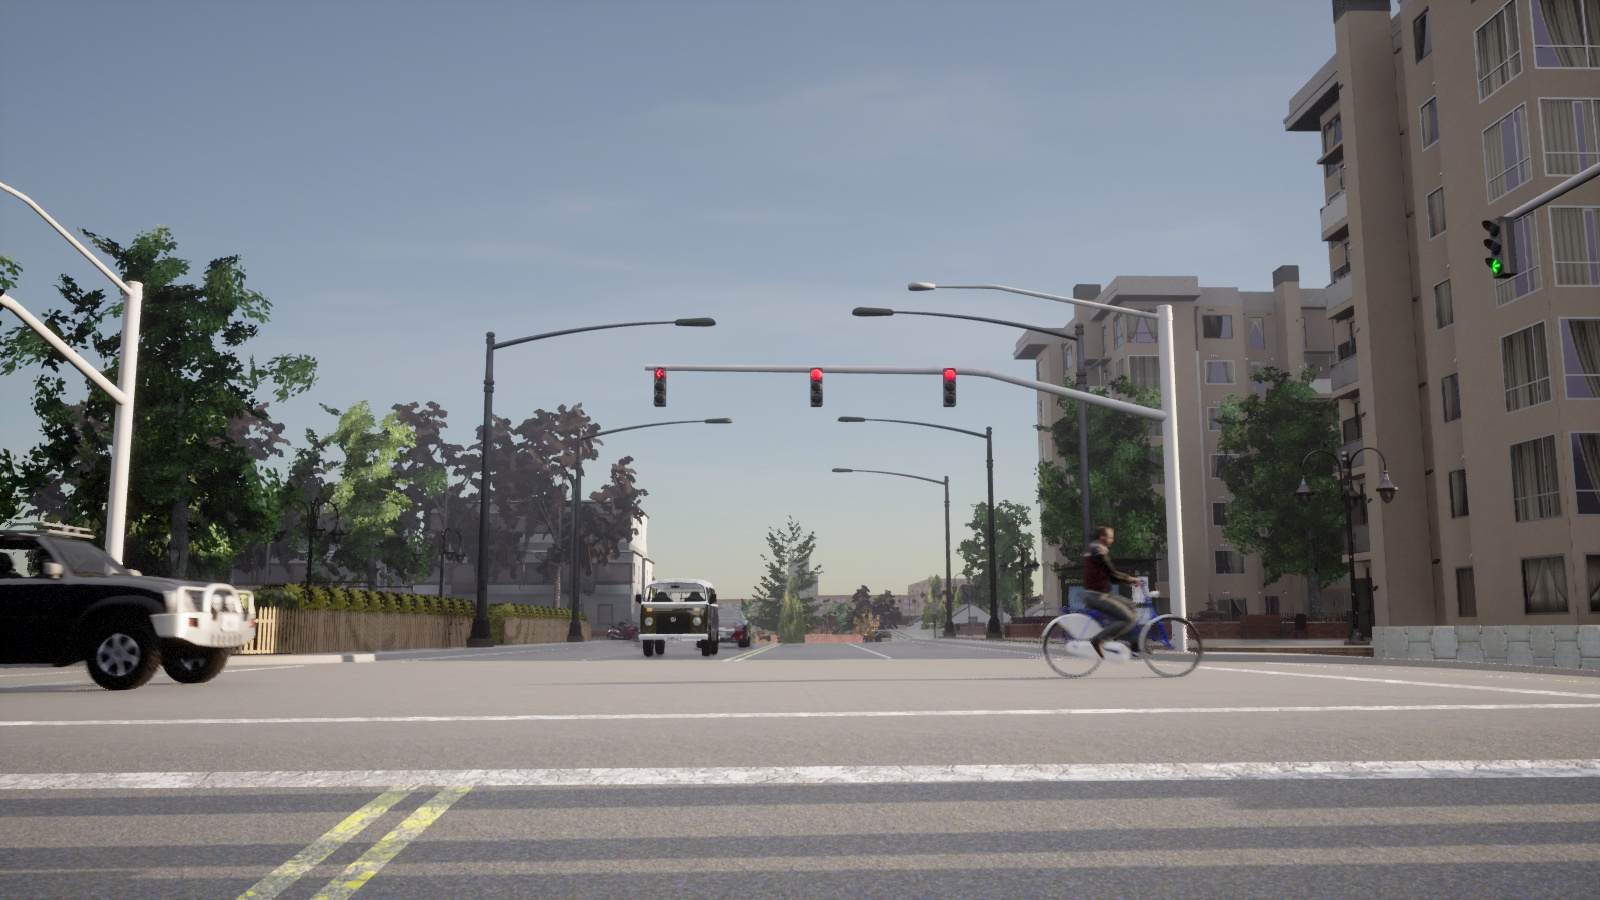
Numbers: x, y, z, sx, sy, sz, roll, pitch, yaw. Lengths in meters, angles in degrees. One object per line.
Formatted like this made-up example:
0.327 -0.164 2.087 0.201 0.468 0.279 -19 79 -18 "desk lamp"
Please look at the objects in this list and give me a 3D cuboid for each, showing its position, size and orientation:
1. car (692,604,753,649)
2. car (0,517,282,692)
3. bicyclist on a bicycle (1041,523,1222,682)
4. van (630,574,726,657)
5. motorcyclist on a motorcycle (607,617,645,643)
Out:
-2.995 6.936 49.346 2.033 1.649 4.856 0 -8 1 "car"
-8.718 1.803 14.493 4.605 1.855 1.932 -1 -8 0 "car"
3.812 1.769 14.548 1.843 1.776 0.659 0 -9 0 "bicyclist on a bicycle"
-3.157 4.443 33.520 2.069 2.038 4.480 0 -8 1 "van"
-10.596 10.998 76.620 2.191 1.530 0.866 0 -8 0 "motorcyclist on a motorcycle"
